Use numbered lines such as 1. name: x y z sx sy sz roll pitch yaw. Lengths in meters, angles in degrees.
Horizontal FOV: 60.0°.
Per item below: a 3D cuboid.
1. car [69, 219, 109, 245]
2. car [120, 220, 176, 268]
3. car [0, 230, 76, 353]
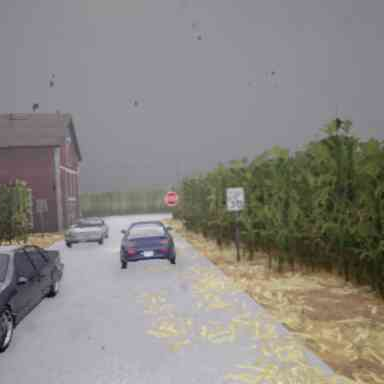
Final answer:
1. car: -5.857 2.220 18.924 1.895 1.301 4.718 -3 -1 -9
2. car: -1.683 1.798 12.507 1.812 1.442 4.674 -3 -1 -9
3. car: -4.003 1.835 6.645 2.033 1.411 5.357 -3 -1 -8
